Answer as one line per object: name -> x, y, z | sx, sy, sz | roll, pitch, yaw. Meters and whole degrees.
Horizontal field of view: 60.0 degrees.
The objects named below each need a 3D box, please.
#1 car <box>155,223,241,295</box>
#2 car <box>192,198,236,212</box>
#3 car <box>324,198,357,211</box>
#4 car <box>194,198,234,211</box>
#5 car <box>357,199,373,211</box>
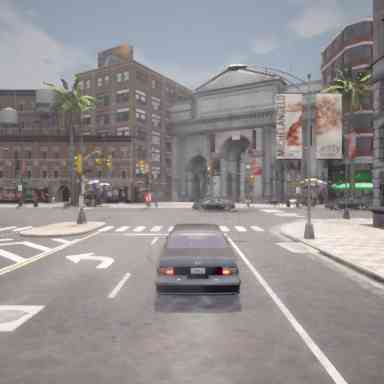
car -> 0.118, 1.547, 8.840 | 2.033, 1.411, 5.357 | 0, 0, 0
car -> 2.476, 1.491, 37.708 | 4.902, 1.511, 2.128 | 0, 0, -1
car -> 18.920, 1.505, 41.095 | 4.892, 1.490, 1.837 | 0, 0, 1
car -> 2.672, 1.506, 41.279 | 4.892, 1.490, 1.837 | 0, 0, 1
car -> 21.949, 1.491, 37.558 | 4.902, 1.511, 2.128 | 0, 0, 1
